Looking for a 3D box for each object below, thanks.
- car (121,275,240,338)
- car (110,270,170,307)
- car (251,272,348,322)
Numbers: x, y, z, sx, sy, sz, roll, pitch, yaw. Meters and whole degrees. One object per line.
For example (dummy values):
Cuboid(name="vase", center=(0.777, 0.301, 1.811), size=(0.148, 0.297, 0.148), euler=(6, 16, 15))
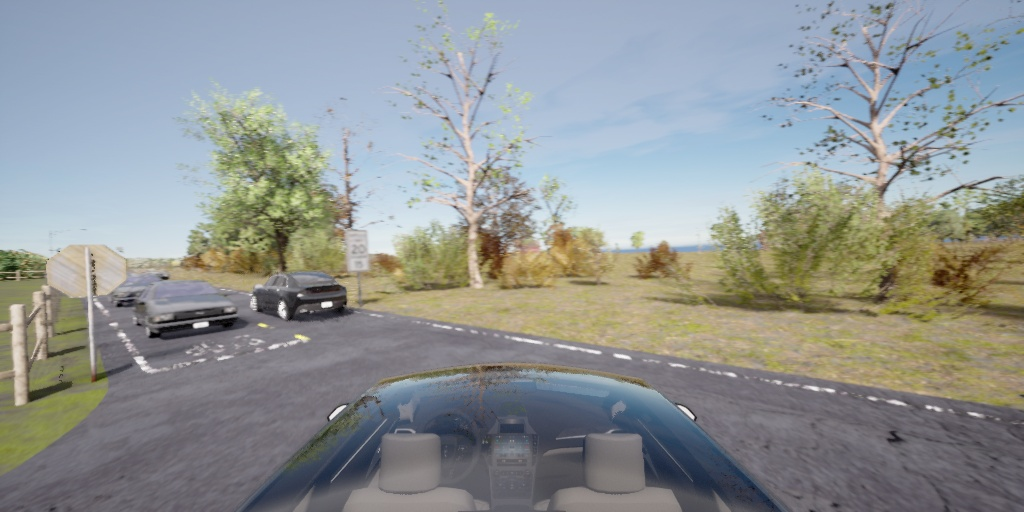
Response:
Cuboid(name="car", center=(-10.289, 1.466, 11.141), size=(5.357, 1.411, 2.033), euler=(-1, 1, 39))
Cuboid(name="car", center=(-18.557, 1.611, 17.824), size=(5.357, 1.411, 2.033), euler=(-1, 1, 39))
Cuboid(name="car", center=(-7.704, 1.314, 12.837), size=(4.892, 1.490, 1.837), euler=(-1, 1, 39))
